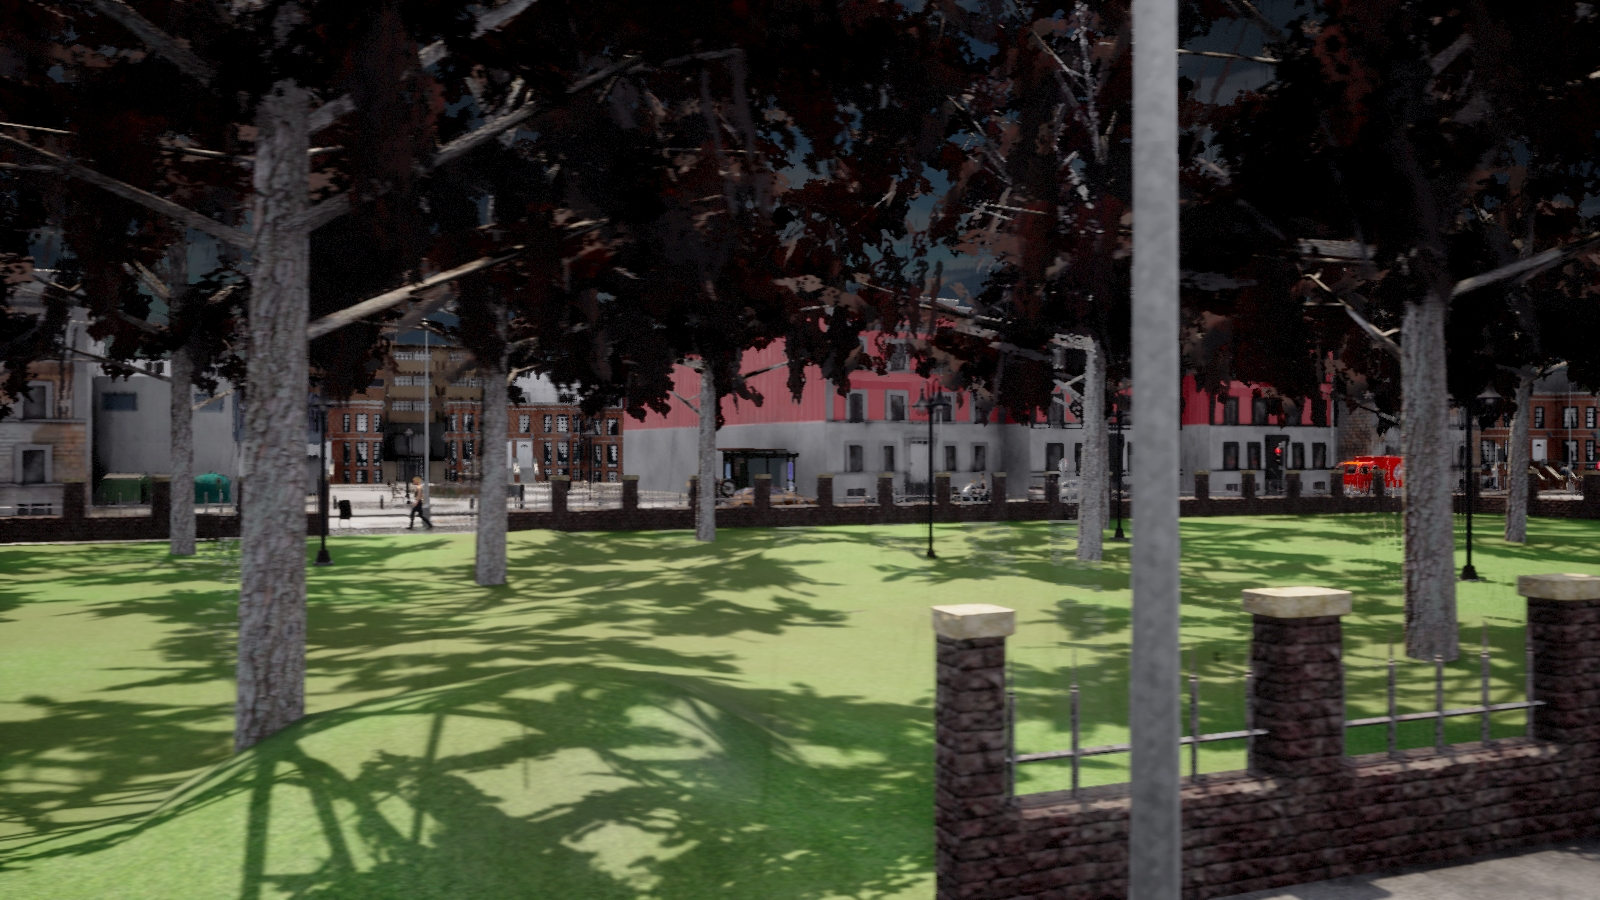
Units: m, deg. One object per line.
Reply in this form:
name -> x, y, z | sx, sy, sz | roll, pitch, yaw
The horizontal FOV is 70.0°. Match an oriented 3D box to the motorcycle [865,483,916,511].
motorcycle -> 3.895, 1.994, 49.188 | 2.033, 1.145, 0.803 | 0, 0, -20

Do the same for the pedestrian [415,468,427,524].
pedestrian -> -12.680, 1.523, 38.212 | 0.375, 1.860, 0.375 | 0, 0, -17

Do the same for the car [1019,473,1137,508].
car -> 12.743, 1.829, 52.363 | 4.902, 1.511, 2.128 | 0, 0, -20

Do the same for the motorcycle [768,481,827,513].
motorcycle -> -0.111, 1.951, 47.725 | 2.356, 1.277, 0.764 | 0, 0, -20

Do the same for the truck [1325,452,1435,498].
truck -> 32.332, 1.349, 63.739 | 5.204, 2.467, 2.627 | 0, 0, -20

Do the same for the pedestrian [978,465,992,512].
pedestrian -> 7.335, 1.526, 45.303 | 0.375, 1.860, 0.375 | 0, 0, -20
